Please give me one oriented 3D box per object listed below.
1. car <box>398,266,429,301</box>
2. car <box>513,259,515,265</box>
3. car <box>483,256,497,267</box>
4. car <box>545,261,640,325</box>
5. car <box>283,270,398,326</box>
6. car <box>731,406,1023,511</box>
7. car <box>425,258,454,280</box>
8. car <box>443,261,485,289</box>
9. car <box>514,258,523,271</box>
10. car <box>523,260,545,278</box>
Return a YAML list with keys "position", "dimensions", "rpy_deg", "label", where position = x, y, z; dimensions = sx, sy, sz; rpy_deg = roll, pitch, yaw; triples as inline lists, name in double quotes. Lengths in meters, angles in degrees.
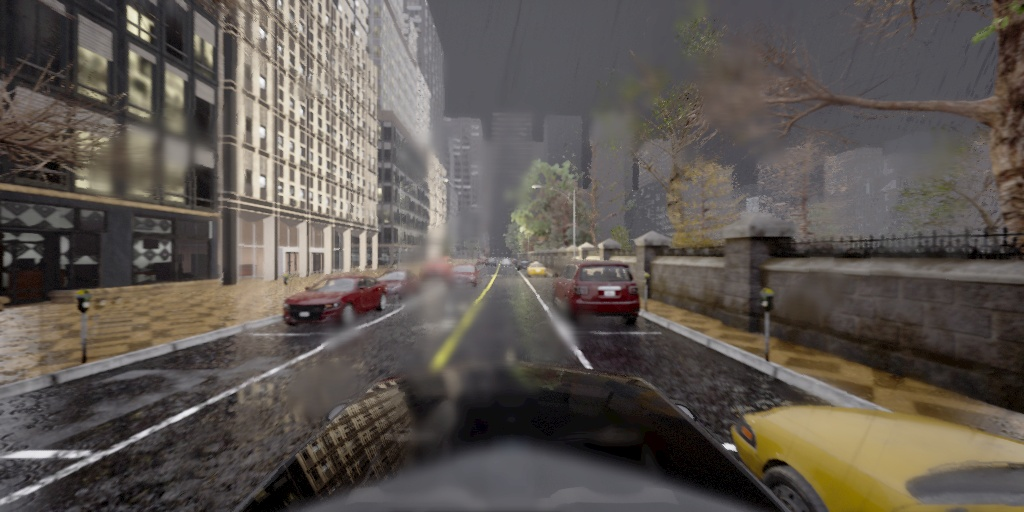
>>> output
- position: [-5.525, 1.327, 17.257]
  dimensions: [1.802, 1.307, 4.207]
  rpy_deg: [0, 0, 0]
  label: "car"
- position: [1.646, 1.289, 61.700]
  dimensions: [1.802, 1.307, 4.207]
  rpy_deg: [0, 0, -2]
  label: "car"
- position: [-3.771, 1.186, 64.958]
  dimensions: [1.882, 1.535, 5.008]
  rpy_deg: [0, 0, -1]
  label: "car"
- position: [2.540, 1.060, 11.775]
  dimensions: [2.192, 1.841, 5.009]
  rpy_deg: [0, 0, 0]
  label: "car"
- position: [-5.485, 1.293, 11.707]
  dimensions: [1.888, 1.381, 4.507]
  rpy_deg: [0, 0, 0]
  label: "car"
- position: [2.567, 1.275, 0.847]
  dimensions: [1.751, 1.417, 4.829]
  rpy_deg: [0, 0, 0]
  label: "car"
- position: [-5.648, 1.054, 28.351]
  dimensions: [2.192, 1.841, 5.009]
  rpy_deg: [0, 0, -1]
  label: "car"
- position: [-2.975, 1.267, 22.993]
  dimensions: [1.812, 1.442, 4.674]
  rpy_deg: [0, 0, -1]
  label: "car"
- position: [1.650, 1.246, 48.514]
  dimensions: [1.812, 1.442, 4.674]
  rpy_deg: [0, 0, -1]
  label: "car"
- position: [2.288, 1.258, 34.134]
  dimensions: [1.751, 1.417, 4.829]
  rpy_deg: [0, 0, -1]
  label: "car"
